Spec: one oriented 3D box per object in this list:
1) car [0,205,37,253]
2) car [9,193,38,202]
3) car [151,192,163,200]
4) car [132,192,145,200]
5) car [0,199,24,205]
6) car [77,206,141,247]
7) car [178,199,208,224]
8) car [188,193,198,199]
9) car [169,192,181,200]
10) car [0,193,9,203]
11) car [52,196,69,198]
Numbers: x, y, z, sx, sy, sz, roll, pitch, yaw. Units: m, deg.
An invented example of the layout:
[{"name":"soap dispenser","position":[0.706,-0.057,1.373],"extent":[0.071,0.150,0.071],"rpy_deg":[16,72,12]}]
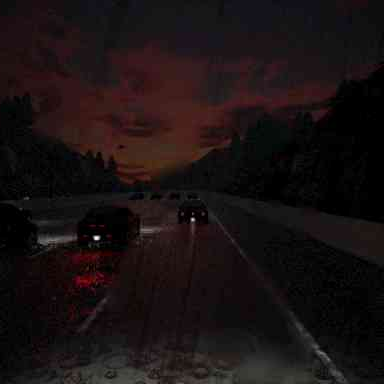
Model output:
[{"name":"car","position":[-6.893,1.383,10.932],"extent":[1.837,1.490,4.892],"rpy_deg":[0,1,0]},{"name":"car","position":[-27.991,0.932,55.500],"extent":[2.033,1.411,5.357],"rpy_deg":[0,1,0]},{"name":"car","position":[-6.872,0.785,65.042],"extent":[1.837,1.490,4.892],"rpy_deg":[0,0,0]},{"name":"car","position":[-10.373,0.777,64.588],"extent":[2.128,1.511,4.902],"rpy_deg":[0,0,0]},{"name":"car","position":[-10.390,1.281,17.718],"extent":[1.882,1.535,5.008],"rpy_deg":[0,1,0]},{"name":"car","position":[-3.391,1.346,14.255],"extent":[1.837,1.490,4.892],"rpy_deg":[0,1,0]},{"name":"car","position":[0.084,1.352,22.442],"extent":[1.895,1.301,4.718],"rpy_deg":[0,1,0]},{"name":"car","position":[0.105,0.818,67.569],"extent":[1.994,1.385,4.181],"rpy_deg":[0,1,0]},{"name":"car","position":[-3.373,0.781,65.332],"extent":[1.837,1.490,4.892],"rpy_deg":[0,0,0]},{"name":"car","position":[-31.494,0.967,52.670],"extent":[2.033,1.411,5.357],"rpy_deg":[0,1,0]},{"name":"car","position":[-24.481,0.813,61.565],"extent":[2.128,1.511,4.902],"rpy_deg":[0,1,0]}]
